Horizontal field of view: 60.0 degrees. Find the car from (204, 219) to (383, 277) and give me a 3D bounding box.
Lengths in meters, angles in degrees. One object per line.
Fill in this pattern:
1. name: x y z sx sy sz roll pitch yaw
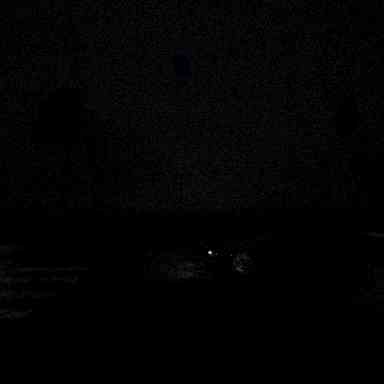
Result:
1. car: 3.022 1.494 9.491 5.357 1.411 2.033 -1 0 1
